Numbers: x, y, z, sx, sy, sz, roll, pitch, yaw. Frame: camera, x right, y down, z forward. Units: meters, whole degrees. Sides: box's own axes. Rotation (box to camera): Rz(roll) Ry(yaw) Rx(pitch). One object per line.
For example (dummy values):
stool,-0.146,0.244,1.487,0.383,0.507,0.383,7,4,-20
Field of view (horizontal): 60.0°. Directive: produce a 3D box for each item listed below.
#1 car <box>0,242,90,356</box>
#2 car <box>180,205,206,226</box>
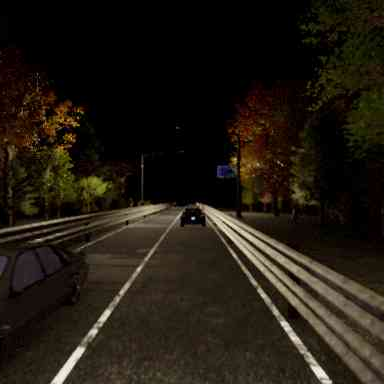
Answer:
car,-3.311,1.615,5.561,2.033,1.411,5.357,0,-1,0
car,0.089,2.002,27.086,1.994,1.385,4.181,0,-1,0
